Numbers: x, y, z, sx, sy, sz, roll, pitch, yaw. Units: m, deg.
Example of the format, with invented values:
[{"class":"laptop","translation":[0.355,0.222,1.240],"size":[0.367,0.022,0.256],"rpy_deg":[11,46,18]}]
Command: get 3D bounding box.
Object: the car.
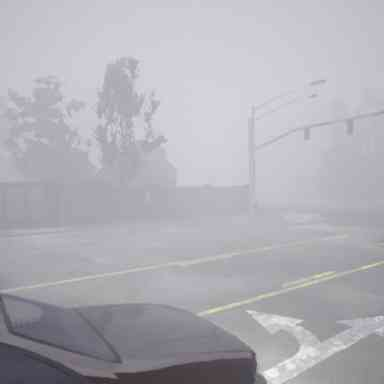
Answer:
[{"class":"car","translation":[-1.923,1.550,2.379],"size":[5.357,1.411,2.033],"rpy_deg":[-1,0,-34]}]
